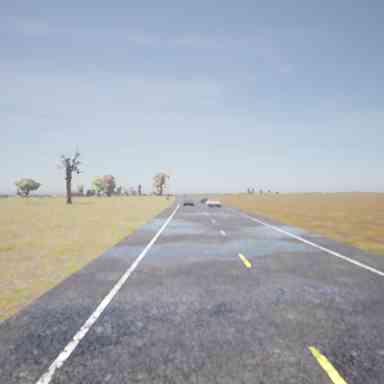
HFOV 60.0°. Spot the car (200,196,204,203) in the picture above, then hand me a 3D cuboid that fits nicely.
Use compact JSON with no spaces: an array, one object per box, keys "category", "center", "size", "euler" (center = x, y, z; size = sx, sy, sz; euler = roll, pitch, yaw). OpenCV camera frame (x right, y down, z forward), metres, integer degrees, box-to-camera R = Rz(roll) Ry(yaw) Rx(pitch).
[{"category":"car","center":[2.686,1.603,69.910],"size":[2.128,1.511,4.902],"euler":[0,0,-1]}]

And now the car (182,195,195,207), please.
[{"category":"car","center":[-0.505,1.587,52.485],"size":[2.033,1.411,5.357],"euler":[0,0,0]}]

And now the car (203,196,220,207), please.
[{"category":"car","center":[3.179,1.645,50.581],"size":[1.895,1.301,4.718],"euler":[0,0,-1]}]
